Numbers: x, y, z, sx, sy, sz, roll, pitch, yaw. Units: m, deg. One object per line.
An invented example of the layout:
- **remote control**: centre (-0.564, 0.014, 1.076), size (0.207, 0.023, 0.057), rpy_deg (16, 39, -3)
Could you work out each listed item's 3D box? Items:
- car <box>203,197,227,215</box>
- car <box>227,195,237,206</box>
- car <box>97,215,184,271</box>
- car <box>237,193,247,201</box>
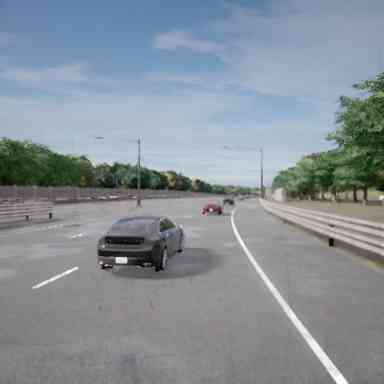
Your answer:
- **car**: centre (2.236, 1.540, 34.405), size (1.812, 1.442, 4.674), rpy_deg (0, 0, 10)
- **car**: centre (6.264, 1.531, 56.799), size (1.837, 1.490, 4.892), rpy_deg (0, 0, 11)
- **car**: centre (-1.463, 1.509, 10.952), size (1.837, 1.490, 4.892), rpy_deg (0, 0, 8)
- **car**: centre (13.000, 1.660, 89.896), size (2.033, 1.411, 5.357), rpy_deg (0, 0, 12)
